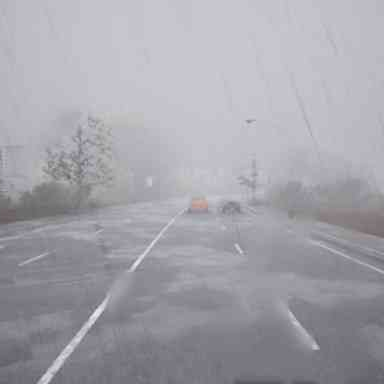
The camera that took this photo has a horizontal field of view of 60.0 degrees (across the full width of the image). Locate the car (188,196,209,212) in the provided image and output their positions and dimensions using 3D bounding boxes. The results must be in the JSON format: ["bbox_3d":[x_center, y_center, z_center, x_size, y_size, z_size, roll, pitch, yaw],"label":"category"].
[{"bbox_3d":[0.711,1.231,36.360,2.097,1.767,4.553,0,0,3],"label":"car"}]

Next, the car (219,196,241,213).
[{"bbox_3d":[4.193,1.387,35.903,1.837,1.490,4.892,0,0,3],"label":"car"}]

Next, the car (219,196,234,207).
[{"bbox_3d":[4.949,1.334,48.074,2.128,1.511,4.902,0,0,5],"label":"car"}]

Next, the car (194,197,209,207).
[{"bbox_3d":[1.450,1.404,48.247,1.994,1.385,4.181,0,0,5],"label":"car"}]
